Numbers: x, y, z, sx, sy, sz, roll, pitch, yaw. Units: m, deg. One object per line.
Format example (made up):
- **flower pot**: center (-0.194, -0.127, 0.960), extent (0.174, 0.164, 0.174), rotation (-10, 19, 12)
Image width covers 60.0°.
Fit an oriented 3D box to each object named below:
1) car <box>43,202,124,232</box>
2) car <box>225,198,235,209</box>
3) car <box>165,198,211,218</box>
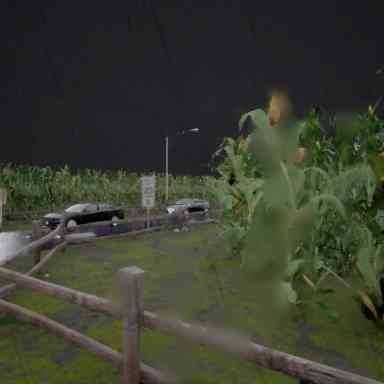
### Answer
- **car**: center (-6.302, 1.366, 19.801), extent (1.882, 1.535, 5.008), rotation (0, 1, 35)
- **car**: center (5.430, 1.111, 36.257), extent (2.097, 1.767, 4.553), rotation (0, 1, 36)
- **car**: center (-0.281, 1.312, 28.245), extent (2.128, 1.511, 4.902), rotation (0, 1, 36)
